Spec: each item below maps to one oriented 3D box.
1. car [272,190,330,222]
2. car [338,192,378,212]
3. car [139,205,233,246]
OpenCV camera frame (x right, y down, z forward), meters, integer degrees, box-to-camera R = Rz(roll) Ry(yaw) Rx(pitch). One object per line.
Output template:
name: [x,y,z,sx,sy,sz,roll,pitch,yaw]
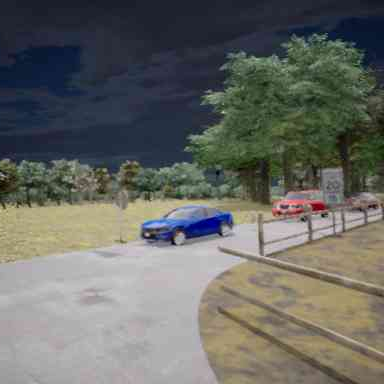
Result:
car: [7.896,0.920,23.818,2.150,2.045,5.566,-3,-1,44]
car: [15.394,0.843,30.889,4.553,1.767,2.097,-2,-1,-41]
car: [-0.123,1.389,15.073,1.882,1.535,5.008,-3,-1,42]
